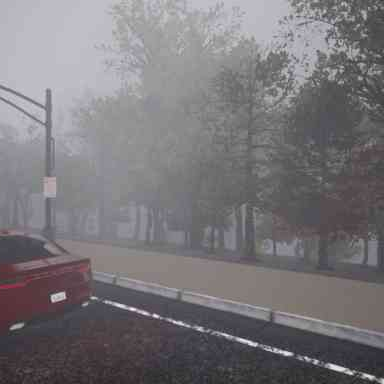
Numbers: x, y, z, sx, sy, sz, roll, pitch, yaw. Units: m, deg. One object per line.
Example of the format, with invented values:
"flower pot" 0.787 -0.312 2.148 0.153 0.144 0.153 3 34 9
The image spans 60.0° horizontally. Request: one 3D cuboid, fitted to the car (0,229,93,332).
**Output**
"car" -4.086 1.477 6.598 5.008 1.535 1.882 0 0 36
